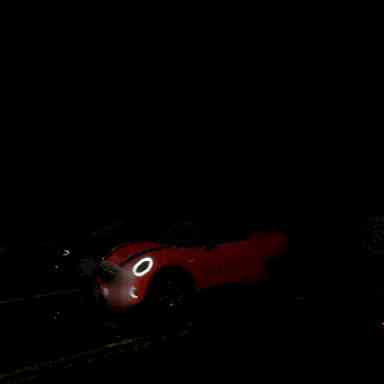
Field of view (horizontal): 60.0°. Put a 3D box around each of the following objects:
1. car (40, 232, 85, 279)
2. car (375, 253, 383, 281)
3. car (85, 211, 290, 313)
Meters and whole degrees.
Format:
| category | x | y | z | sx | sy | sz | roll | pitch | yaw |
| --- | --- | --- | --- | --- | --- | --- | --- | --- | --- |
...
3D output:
| category | x | y | z | sx | sy | sz | roll | pitch | yaw |
| --- | --- | --- | --- | --- | --- | --- | --- | --- | --- |
| car | -1.958 | 1.491 | 10.272 | 5.008 | 1.535 | 1.882 | 0 | 0 | -35 |
| car | 6.493 | 1.634 | 8.068 | 4.718 | 1.301 | 1.895 | 0 | 0 | -35 |
| car | 0.171 | 1.367 | 7.797 | 4.553 | 1.767 | 2.097 | 0 | 0 | -35 |
